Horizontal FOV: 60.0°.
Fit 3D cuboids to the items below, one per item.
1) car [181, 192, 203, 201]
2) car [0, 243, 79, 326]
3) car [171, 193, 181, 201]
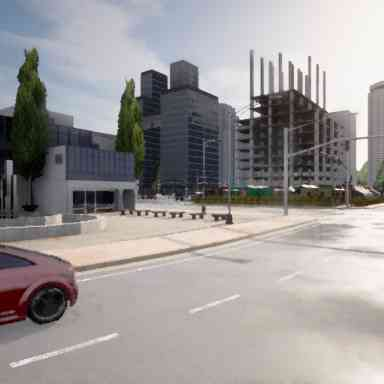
[{"bbox_3d":[-0.055,1.395,74.938,1.970,1.475,3.806,0,0,37],"label":"car"},{"bbox_3d":[-4.111,1.564,5.513,4.181,1.385,1.994,0,0,-38],"label":"car"},{"bbox_3d":[-2.353,1.155,76.699,1.905,1.878,3.866,0,0,37],"label":"car"}]
